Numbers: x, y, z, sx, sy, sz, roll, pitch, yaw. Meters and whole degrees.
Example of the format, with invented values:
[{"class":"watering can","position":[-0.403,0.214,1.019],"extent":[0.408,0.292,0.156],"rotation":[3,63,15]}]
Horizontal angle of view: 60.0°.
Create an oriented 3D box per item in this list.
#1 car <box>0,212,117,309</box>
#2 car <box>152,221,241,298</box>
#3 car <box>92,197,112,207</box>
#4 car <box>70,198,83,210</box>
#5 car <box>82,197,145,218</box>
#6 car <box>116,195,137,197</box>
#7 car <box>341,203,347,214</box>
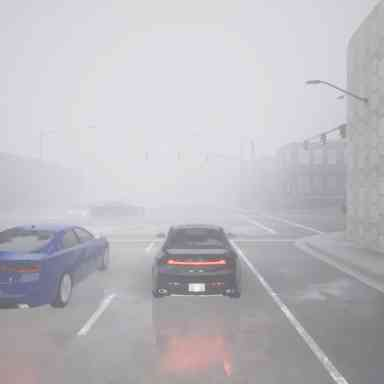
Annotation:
[{"class":"car","position":[-3.401,1.478,7.979],"extent":[1.882,1.535,5.008],"rotation":[0,0,0]},{"class":"car","position":[0.104,1.505,8.525],"extent":[1.837,1.490,4.892],"rotation":[0,0,0]},{"class":"car","position":[-13.936,1.526,51.725],"extent":[1.812,1.442,4.674],"rotation":[0,0,0]},{"class":"car","position":[-13.970,1.526,42.625],"extent":[1.812,1.442,4.674],"rotation":[0,0,1]},{"class":"car","position":[-6.431,1.478,28.659],"extent":[5.008,1.535,1.882],"rotation":[0,1,-41]},{"class":"car","position":[-10.434,1.599,52.367],"extent":[1.895,1.301,4.718],"rotation":[0,0,0]},{"class":"car","position":[14.997,1.015,27.568],"extent":[5.008,1.535,1.882],"rotation":[-5,0,0]}]
